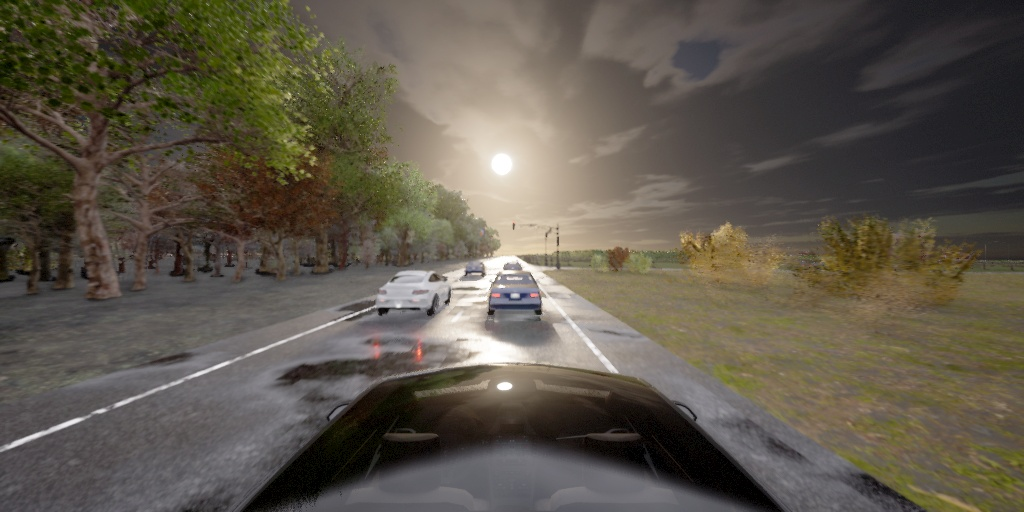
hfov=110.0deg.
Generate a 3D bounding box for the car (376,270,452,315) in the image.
[{"bbox_3d":[-3.407,1.223,13.076,1.812,1.442,4.674,0,0,0],"label":"car"}]

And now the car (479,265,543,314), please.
[{"bbox_3d":[0.094,1.244,13.403,2.033,1.411,5.357,0,0,0],"label":"car"}]

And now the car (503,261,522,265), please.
[{"bbox_3d":[0.088,1.152,35.698,1.994,1.385,4.181,0,0,0],"label":"car"}]

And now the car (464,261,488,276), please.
[{"bbox_3d":[-3.416,1.143,34.326,2.033,1.411,5.357,0,0,0],"label":"car"}]
